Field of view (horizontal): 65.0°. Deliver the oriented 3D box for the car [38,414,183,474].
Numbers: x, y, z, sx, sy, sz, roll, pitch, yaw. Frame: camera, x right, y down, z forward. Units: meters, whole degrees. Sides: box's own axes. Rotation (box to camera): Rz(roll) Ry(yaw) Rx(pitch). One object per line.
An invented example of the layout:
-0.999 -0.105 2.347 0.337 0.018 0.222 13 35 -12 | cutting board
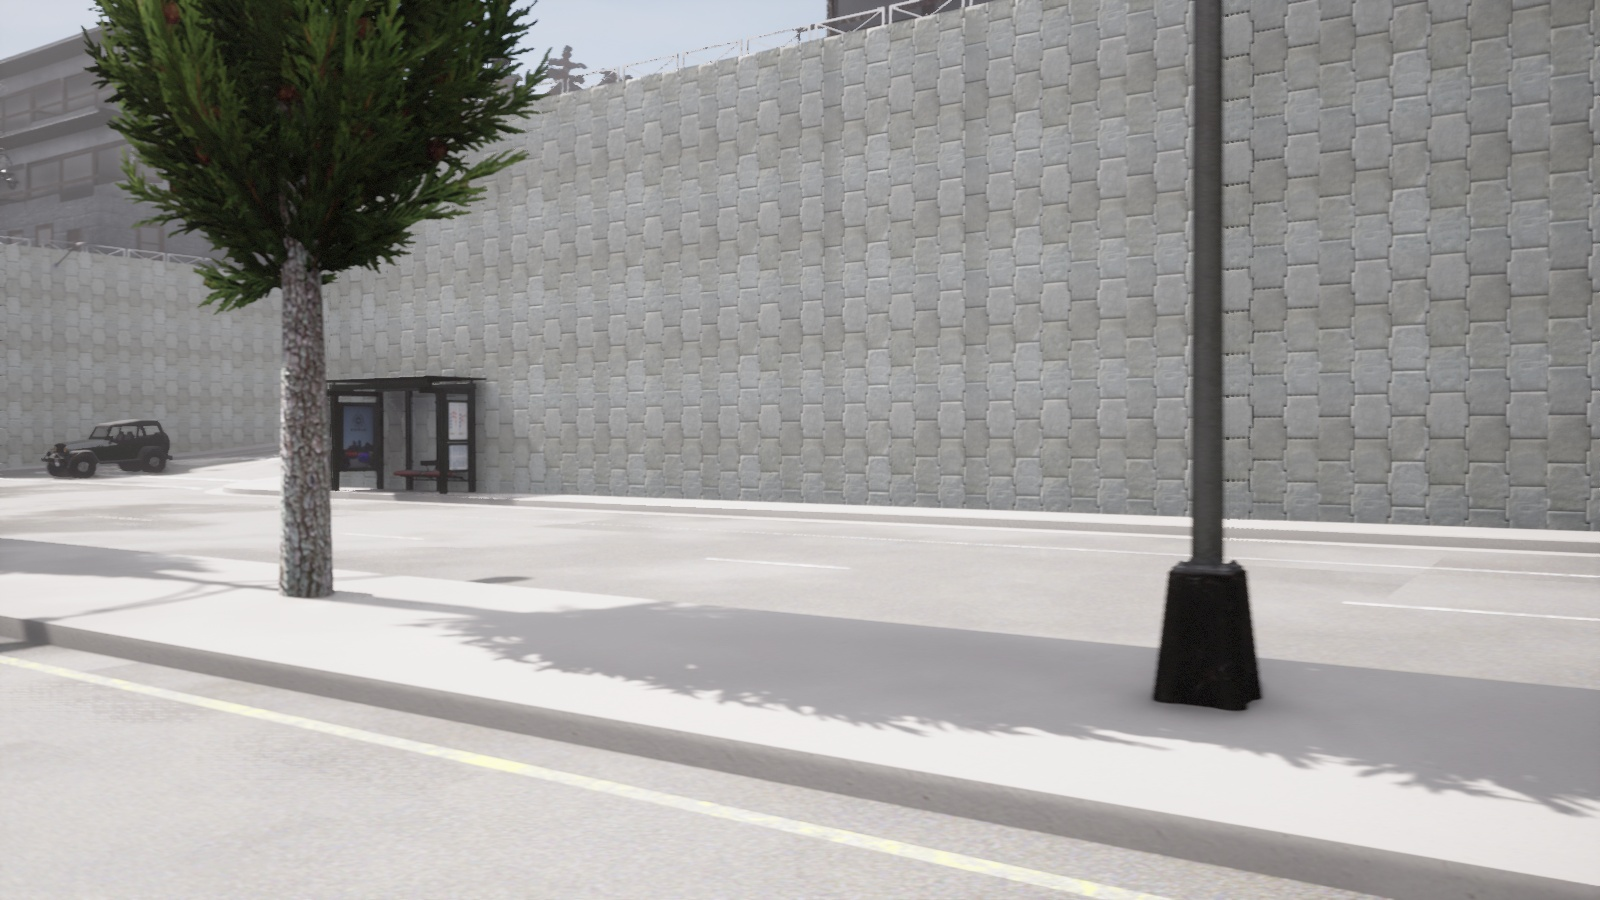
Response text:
-23.666 -0.258 43.233 1.905 1.878 3.866 1 4 38 | car
